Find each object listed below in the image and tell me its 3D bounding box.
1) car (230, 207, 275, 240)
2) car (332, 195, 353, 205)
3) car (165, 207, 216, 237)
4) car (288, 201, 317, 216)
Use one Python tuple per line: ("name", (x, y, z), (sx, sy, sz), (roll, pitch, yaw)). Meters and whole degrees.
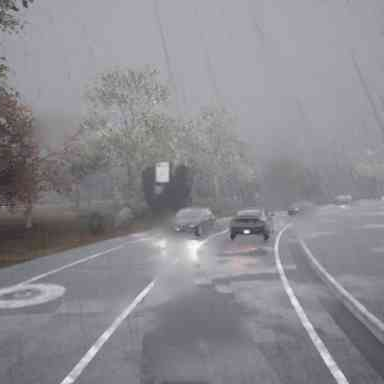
("car", (3.208, 1.555, 17.454), (1.837, 1.490, 4.892), (-2, -1, 17))
("car", (23.868, 1.230, 52.745), (4.674, 1.442, 1.812), (-3, -1, -44))
("car", (0.035, 1.632, 18.808), (1.837, 1.490, 4.892), (-2, -1, 18))
("car", (11.092, 1.597, 33.360), (1.994, 1.385, 4.181), (-3, -2, 34))
